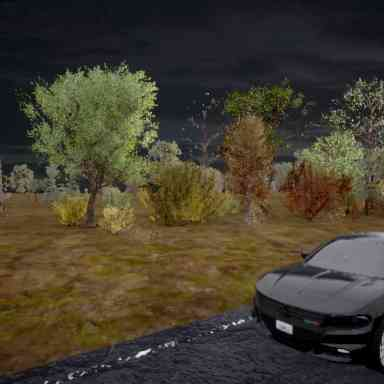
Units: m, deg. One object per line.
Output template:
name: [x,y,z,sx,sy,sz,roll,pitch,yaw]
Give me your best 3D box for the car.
car: [3.188,1.477,5.822,5.008,1.535,1.882,0,0,-37]
